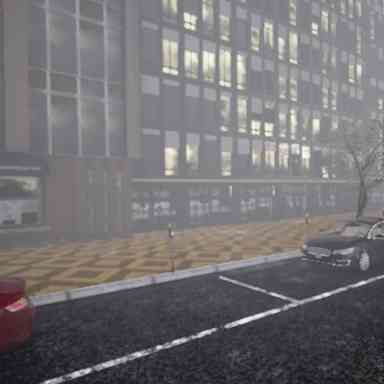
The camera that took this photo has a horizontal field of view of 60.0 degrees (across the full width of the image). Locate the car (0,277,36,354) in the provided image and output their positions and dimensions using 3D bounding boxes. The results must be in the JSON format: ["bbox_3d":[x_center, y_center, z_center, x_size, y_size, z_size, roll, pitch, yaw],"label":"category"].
[{"bbox_3d":[-4.052,1.594,3.677,4.206,1.307,1.802,0,0,-36],"label":"car"}]

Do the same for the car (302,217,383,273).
[{"bbox_3d":[5.200,1.488,10.280,4.403,1.369,2.008,0,0,-36],"label":"car"}]
